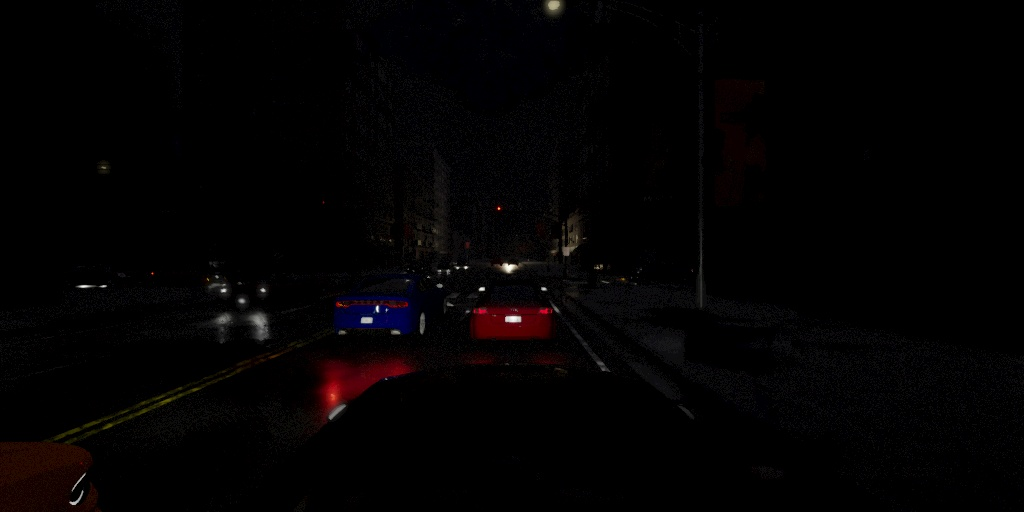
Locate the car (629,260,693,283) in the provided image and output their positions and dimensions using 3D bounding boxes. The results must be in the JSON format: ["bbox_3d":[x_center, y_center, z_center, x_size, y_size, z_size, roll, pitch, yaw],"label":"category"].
[{"bbox_3d":[11.631,1.140,28.061,4.553,1.767,2.097,0,0,2],"label":"car"}]

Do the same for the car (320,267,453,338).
[{"bbox_3d":[-3.121,1.228,10.176,1.882,1.535,5.008,0,0,0],"label":"car"}]

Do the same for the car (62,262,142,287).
[{"bbox_3d":[-25.351,1.172,22.500,4.097,1.591,1.967,0,0,0],"label":"car"}]

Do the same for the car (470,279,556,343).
[{"bbox_3d":[0.029,1.314,9.648,1.994,1.385,4.181,0,0,0],"label":"car"}]

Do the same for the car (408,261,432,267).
[{"bbox_3d":[-9.734,1.254,37.893,1.837,1.490,4.892,0,0,0],"label":"car"}]

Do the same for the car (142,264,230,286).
[{"bbox_3d":[-22.523,1.307,25.018,4.181,1.385,1.994,0,0,1],"label":"car"}]

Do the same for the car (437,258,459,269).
[{"bbox_3d":[-9.682,1.293,52.849,2.033,1.411,5.357,0,0,0],"label":"car"}]

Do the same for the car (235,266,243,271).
[{"bbox_3d":[-25.283,1.330,30.524,4.313,1.339,1.948,0,0,0],"label":"car"}]

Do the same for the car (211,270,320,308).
[{"bbox_3d":[-9.810,1.351,15.272,1.895,1.301,4.718,0,0,0],"label":"car"}]
